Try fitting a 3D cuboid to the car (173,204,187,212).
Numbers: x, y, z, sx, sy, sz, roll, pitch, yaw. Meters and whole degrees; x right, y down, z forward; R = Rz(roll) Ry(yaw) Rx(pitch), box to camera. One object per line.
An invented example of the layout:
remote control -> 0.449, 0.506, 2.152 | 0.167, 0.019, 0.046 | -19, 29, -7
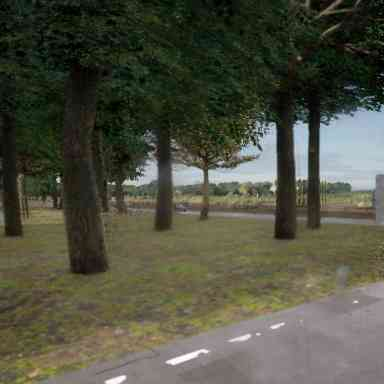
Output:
car -> -2.754, 2.956, 61.349 | 1.837, 1.490, 4.892 | 0, -1, -35
